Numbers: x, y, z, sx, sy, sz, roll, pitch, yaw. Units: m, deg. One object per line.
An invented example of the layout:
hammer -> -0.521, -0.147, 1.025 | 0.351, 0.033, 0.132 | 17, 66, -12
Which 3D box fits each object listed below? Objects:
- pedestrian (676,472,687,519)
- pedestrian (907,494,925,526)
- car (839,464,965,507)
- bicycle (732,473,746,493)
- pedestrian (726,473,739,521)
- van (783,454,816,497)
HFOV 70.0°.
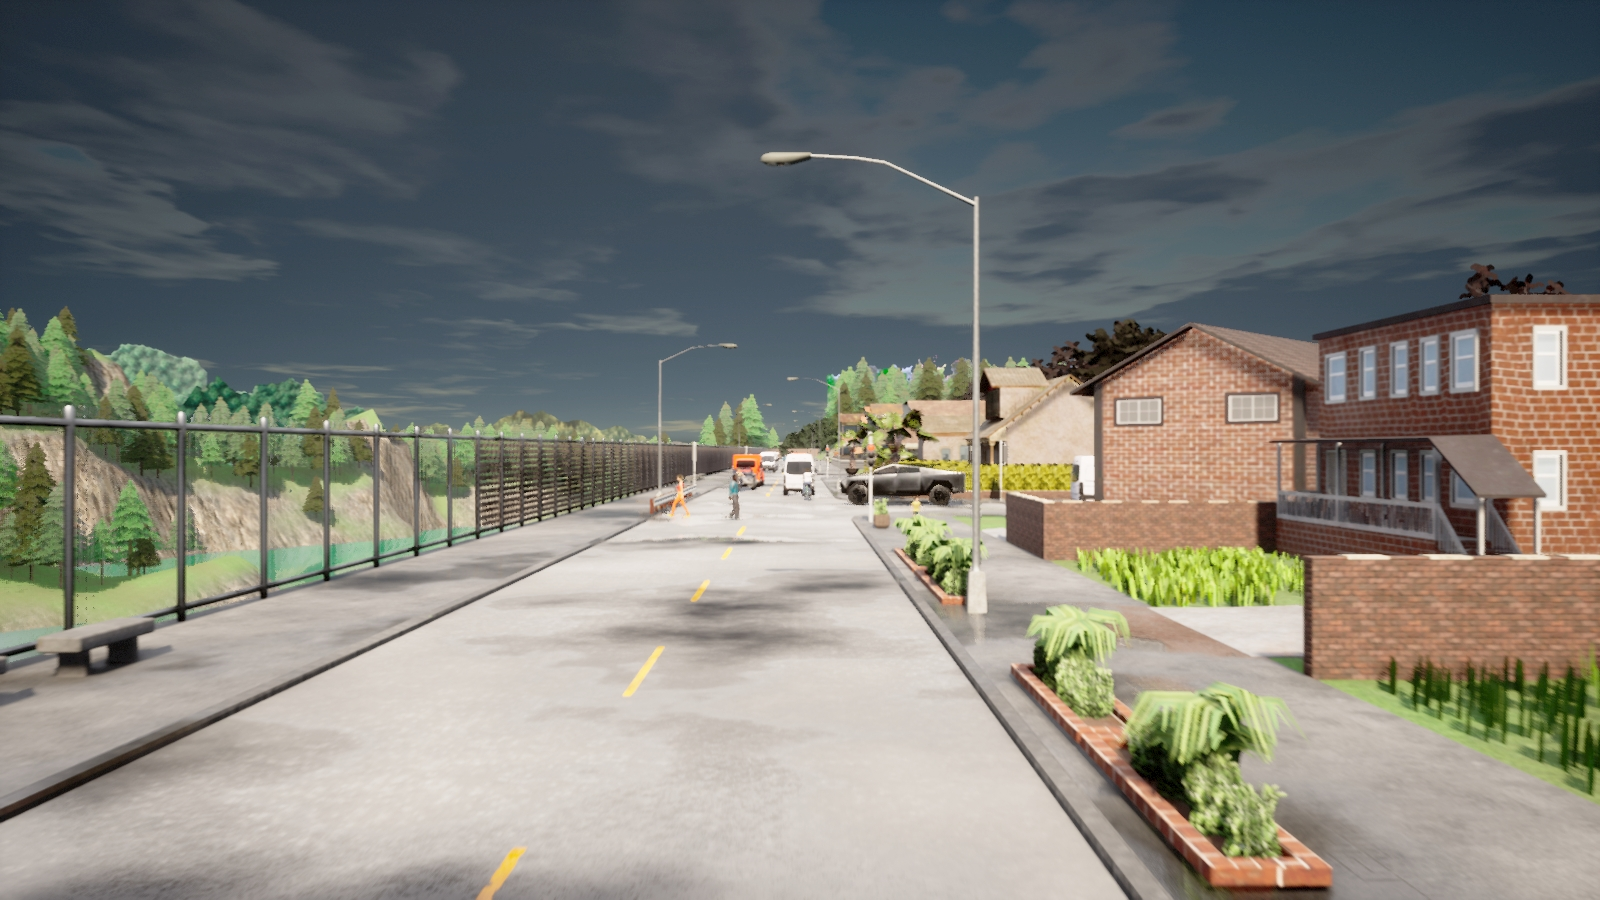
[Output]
pedestrian -> -4.827, 1.848, 46.533 | 0.375, 1.860, 0.375 | 0, 0, 14
pedestrian -> 4.101, 2.125, 40.409 | 0.500, 1.100, 0.500 | 0, 0, -10
car -> 5.203, 1.753, 58.040 | 6.274, 2.098, 2.390 | 0, 0, 7
bicycle -> -4.060, 2.158, 75.640 | 0.859, 1.276, 1.487 | 0, 0, 0
pedestrian -> -2.663, 1.848, 45.067 | 0.375, 1.860, 0.375 | 0, 0, 19
van -> -0.042, 1.534, 71.936 | 1.988, 2.561, 5.915 | 0, 0, 0
